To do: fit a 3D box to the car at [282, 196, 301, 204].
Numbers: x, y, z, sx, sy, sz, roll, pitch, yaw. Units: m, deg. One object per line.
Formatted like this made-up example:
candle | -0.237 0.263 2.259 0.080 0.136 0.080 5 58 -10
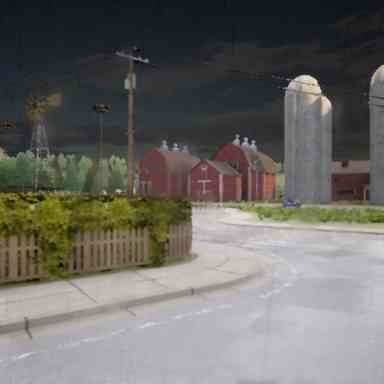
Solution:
car | 16.525 1.902 54.598 2.242 1.667 4.611 0 0 31
